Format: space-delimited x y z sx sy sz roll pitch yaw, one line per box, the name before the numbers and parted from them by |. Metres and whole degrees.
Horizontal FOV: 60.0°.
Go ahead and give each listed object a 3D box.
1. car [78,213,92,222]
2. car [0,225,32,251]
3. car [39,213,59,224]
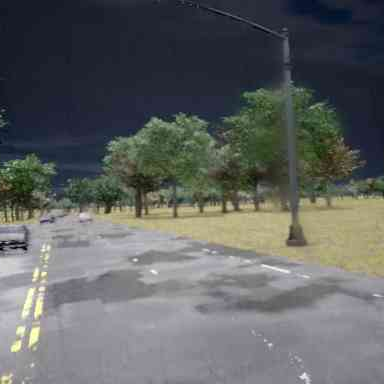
car | -18.197 4.281 56.630 1.812 1.442 4.674 -2 -2 -22
car | -10.416 2.629 19.381 2.033 1.411 5.357 -2 -2 -23
car | -23.621 4.457 54.378 2.033 1.411 5.357 -2 -2 -16
